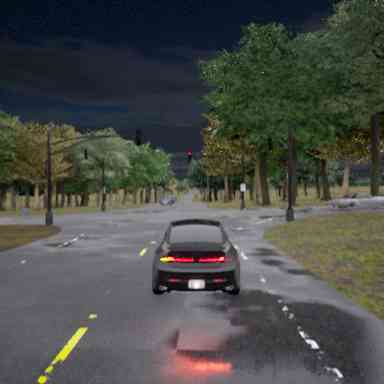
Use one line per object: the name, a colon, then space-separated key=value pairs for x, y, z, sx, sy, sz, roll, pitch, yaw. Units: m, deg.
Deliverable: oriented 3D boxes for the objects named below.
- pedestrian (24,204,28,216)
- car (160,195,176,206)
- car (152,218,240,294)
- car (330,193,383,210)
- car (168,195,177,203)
pedestrian: x=-18.094 y=1.925 z=36.181 sx=0.375 sy=1.300 sz=0.375 roll=0 pitch=2 yaw=2
car: x=-4.262 y=1.561 z=55.274 sx=2.128 sy=1.511 sz=4.902 roll=0 pitch=-1 yaw=-1
car: x=0.087 y=1.441 z=8.574 sx=1.837 sy=1.490 sz=4.892 roll=0 pitch=0 yaw=0
car: x=14.072 y=0.751 z=27.366 sx=4.718 sy=1.301 sz=1.895 roll=-2 pitch=0 yaw=-1
car: x=-4.881 y=1.743 z=85.695 sx=2.150 sy=2.045 sz=5.566 roll=0 pitch=-1 yaw=-1
